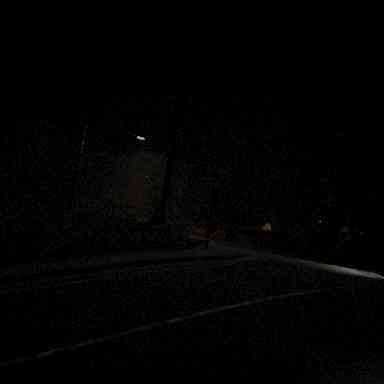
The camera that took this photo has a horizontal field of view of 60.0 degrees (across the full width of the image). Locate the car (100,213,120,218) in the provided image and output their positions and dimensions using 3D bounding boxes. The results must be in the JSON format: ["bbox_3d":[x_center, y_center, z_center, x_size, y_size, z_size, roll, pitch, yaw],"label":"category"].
[{"bbox_3d":[-12.341,3.788,49.820,1.895,1.301,4.718,14,-8,-34],"label":"car"}]

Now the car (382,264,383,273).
[{"bbox_3d":[12.334,3.768,16.877,4.553,1.767,2.097,6,-7,13],"label":"car"}]

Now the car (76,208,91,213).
[{"bbox_3d":[-16.024,3.075,49.140,1.994,1.385,4.181,14,-8,-33],"label":"car"}]

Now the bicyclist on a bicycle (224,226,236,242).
[{"bbox_3d":[3.856,4.209,33.385,1.656,1.620,0.582,14,-8,-34],"label":"bicyclist on a bicycle"}]
